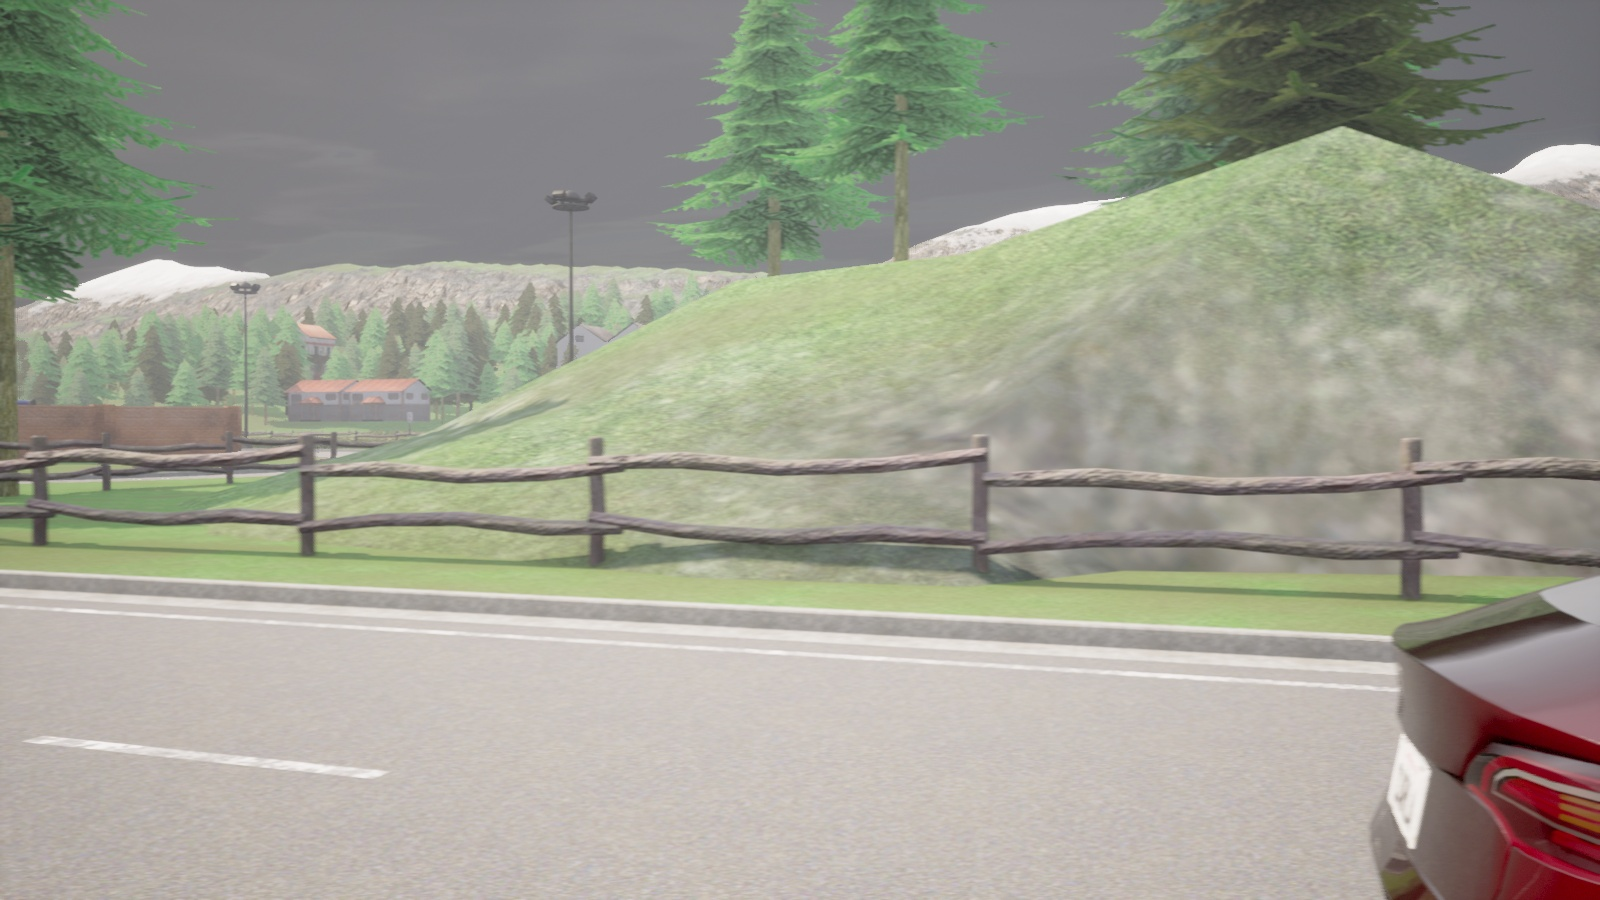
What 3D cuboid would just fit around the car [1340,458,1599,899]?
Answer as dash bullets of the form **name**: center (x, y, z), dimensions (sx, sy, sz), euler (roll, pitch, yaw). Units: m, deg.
- **car**: center (3.561, 0.815, 1.995), dimensions (4.792, 1.488, 2.163), euler (1, 1, 19)
